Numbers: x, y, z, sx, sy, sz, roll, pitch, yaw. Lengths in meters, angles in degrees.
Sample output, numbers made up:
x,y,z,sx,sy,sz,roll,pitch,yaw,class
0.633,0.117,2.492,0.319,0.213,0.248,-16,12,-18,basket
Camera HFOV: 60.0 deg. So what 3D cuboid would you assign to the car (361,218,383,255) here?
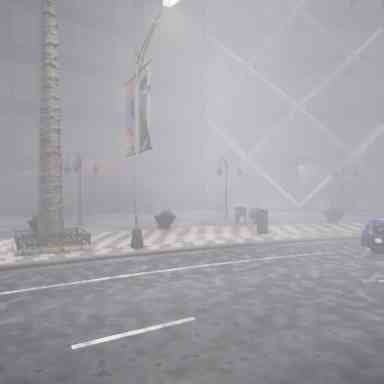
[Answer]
x,y,z,sx,sy,sz,roll,pitch,yaw,class
8.659,1.211,11.477,5.566,2.045,2.150,0,0,-16,car
